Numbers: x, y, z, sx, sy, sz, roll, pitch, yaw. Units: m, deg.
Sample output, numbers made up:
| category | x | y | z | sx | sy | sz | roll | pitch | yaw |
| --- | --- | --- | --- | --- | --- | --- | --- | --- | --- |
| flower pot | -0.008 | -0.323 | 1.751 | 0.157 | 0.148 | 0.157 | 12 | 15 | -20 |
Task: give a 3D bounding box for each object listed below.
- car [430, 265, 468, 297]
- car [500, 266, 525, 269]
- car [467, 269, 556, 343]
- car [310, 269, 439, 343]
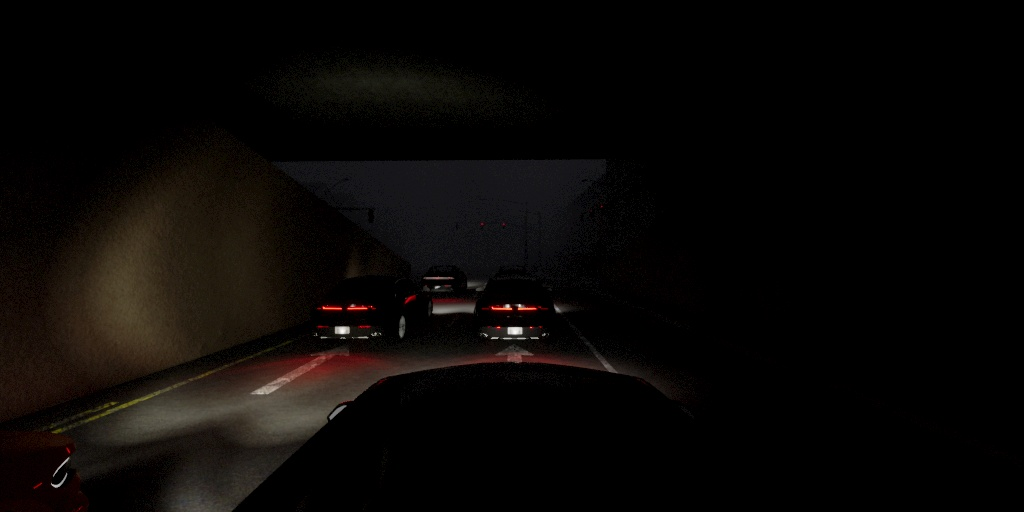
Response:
| category | x | y | z | sx | sy | sz | roll | pitch | yaw |
| --- | --- | --- | --- | --- | --- | --- | --- | --- | --- |
| car | -3.484 | 1.242 | 18.994 | 2.128 | 1.511 | 4.902 | 0 | 0 | -1 |
| car | 0.012 | 1.255 | 19.030 | 1.837 | 1.490 | 4.892 | 0 | 0 | 0 |
| car | 0.053 | 1.255 | 9.620 | 1.837 | 1.490 | 4.892 | 0 | 0 | 0 |
| car | -3.448 | 1.255 | 9.677 | 1.837 | 1.490 | 4.892 | 0 | 0 | 0 |
